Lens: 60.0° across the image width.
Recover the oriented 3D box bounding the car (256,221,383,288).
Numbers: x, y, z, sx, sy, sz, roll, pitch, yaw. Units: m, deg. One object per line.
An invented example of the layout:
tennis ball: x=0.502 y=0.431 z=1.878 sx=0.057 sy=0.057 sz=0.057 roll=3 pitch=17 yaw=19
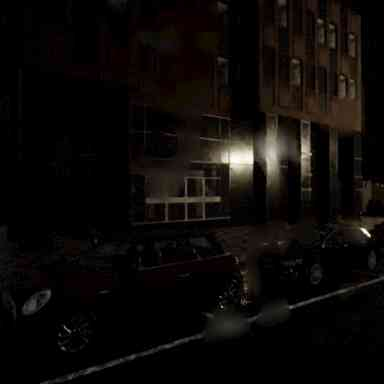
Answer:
car: x=3.488 y=1.541 z=9.121 sx=4.403 sy=1.369 sz=2.008 roll=0 pitch=0 yaw=-35

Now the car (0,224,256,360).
car: x=-1.080 y=1.437 z=5.877 sx=4.097 sy=1.590 sz=1.967 roll=0 pitch=0 yaw=-35
